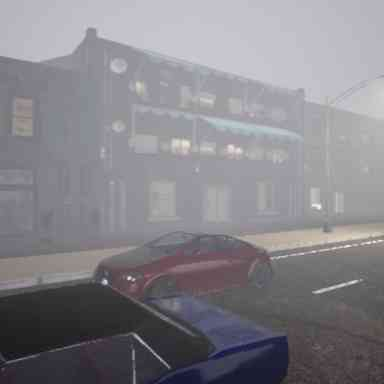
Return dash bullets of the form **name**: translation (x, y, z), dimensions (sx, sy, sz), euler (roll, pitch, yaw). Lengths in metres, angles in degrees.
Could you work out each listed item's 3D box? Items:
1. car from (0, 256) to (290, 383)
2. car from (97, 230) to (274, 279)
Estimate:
- **car**: translation (-1.433, 1.603, 2.665), dimensions (4.718, 1.301, 1.895), euler (0, 0, -35)
- **car**: translation (-0.067, 1.593, 7.630), dimensions (4.181, 1.385, 1.994), euler (0, 0, -36)
